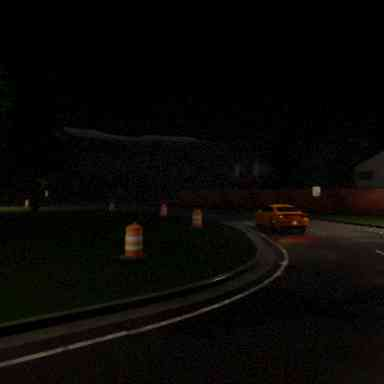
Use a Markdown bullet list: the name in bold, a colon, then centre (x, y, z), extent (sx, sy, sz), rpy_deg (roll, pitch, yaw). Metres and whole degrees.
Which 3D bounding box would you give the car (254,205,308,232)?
- **car**: centre (5.282, 1.500, 20.285), extent (1.882, 1.535, 5.008), rpy_deg (0, 0, -5)
